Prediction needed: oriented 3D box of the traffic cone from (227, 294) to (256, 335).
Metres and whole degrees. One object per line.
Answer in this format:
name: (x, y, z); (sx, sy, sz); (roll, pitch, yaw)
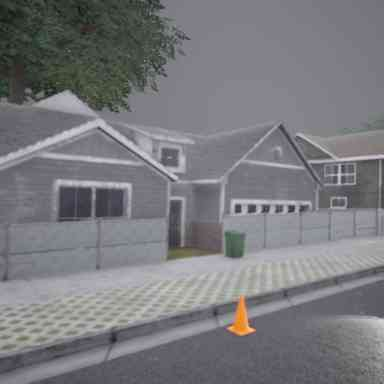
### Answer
traffic cone: (0.826, 2.003, 5.540); (0.340, 0.580, 0.340); (1, -1, -36)
